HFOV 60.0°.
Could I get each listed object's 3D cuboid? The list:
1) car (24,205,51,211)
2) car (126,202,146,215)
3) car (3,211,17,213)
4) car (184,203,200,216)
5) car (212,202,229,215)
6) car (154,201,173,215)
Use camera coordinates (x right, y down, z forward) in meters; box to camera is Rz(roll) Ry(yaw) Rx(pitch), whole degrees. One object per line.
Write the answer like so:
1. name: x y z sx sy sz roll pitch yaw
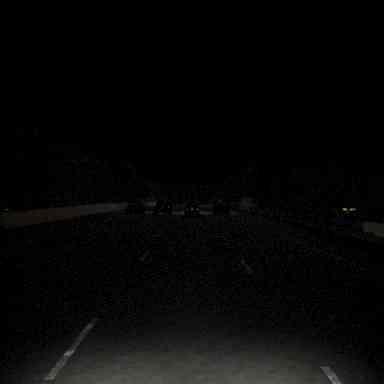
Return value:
1. car: -17.658 2.041 39.249 1.994 1.385 4.181 0 -1 0
2. car: -6.976 1.999 41.821 1.882 1.535 5.008 0 -1 0
3. car: -21.157 1.954 39.130 1.882 1.535 5.008 0 -1 0
4. car: 0.029 2.020 39.350 2.033 1.411 5.357 0 -1 0
5. car: 3.525 1.986 41.414 1.882 1.535 5.008 0 -1 0
6. car: -3.477 1.859 41.186 2.097 1.767 4.553 0 -1 0
